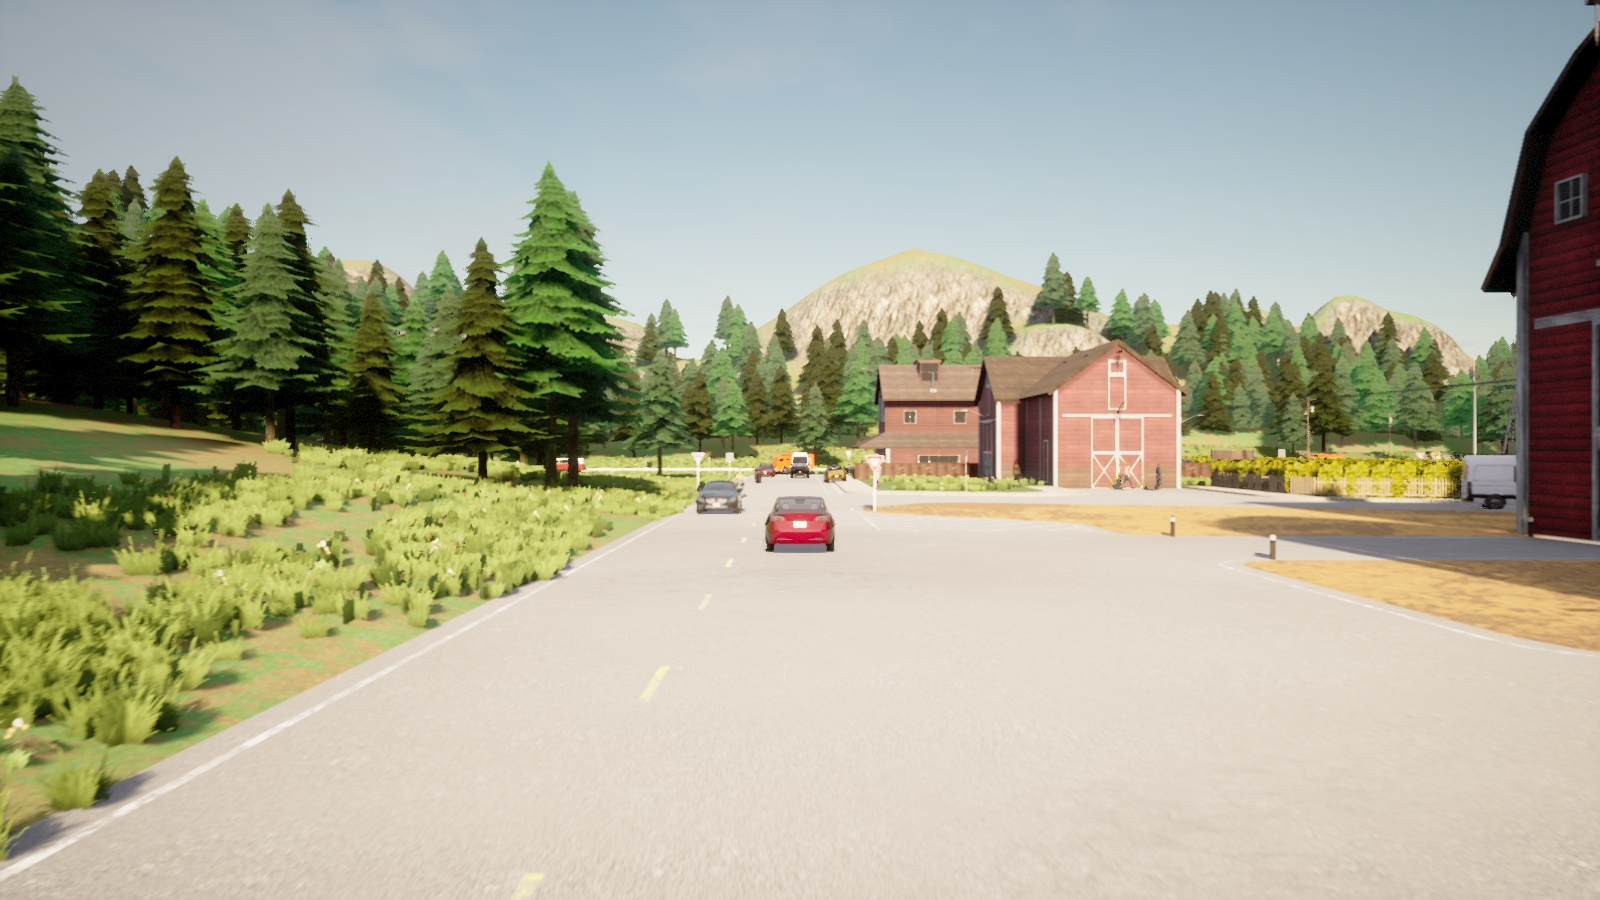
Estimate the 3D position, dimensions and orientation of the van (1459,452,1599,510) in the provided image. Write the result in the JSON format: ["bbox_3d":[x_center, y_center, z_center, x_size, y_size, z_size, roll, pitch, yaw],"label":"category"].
[{"bbox_3d":[34.306,1.404,53.324,5.915,2.561,1.988,0,0,23],"label":"van"}]

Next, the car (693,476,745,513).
[{"bbox_3d":[-3.563,1.941,50.934,2.002,1.442,4.674,0,0,0],"label":"car"}]

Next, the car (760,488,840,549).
[{"bbox_3d":[0.001,1.923,33.303,2.163,1.488,4.792,0,0,0],"label":"car"}]
